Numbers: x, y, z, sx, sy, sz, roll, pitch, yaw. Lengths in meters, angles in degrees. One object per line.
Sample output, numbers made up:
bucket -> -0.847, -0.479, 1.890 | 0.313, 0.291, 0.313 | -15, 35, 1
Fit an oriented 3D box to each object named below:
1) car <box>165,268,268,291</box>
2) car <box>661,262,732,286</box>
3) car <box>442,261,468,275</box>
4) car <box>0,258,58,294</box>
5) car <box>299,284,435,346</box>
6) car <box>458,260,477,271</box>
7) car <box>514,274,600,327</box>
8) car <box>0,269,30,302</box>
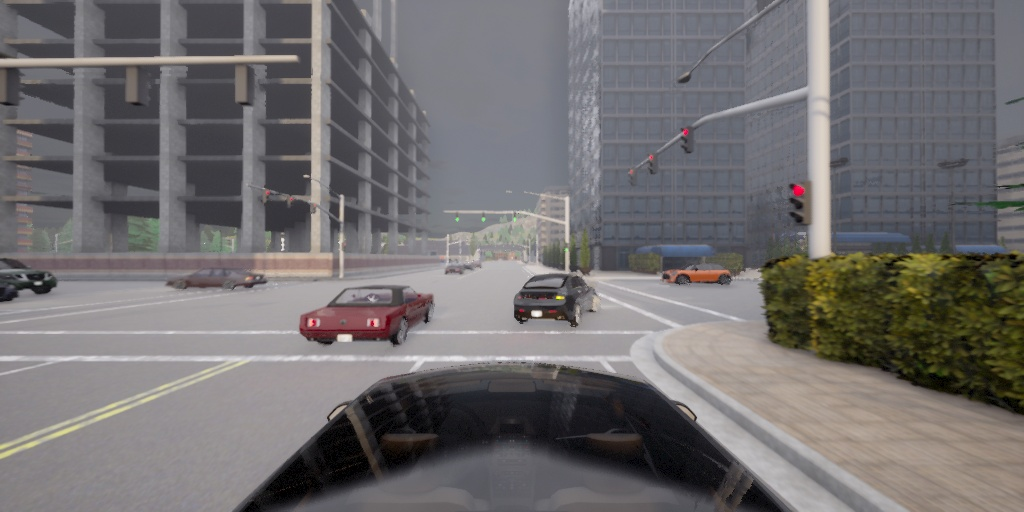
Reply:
car -> -18.593, 1.437, 22.706 | 5.357, 1.411, 2.033 | 0, 0, 0
car -> 13.527, 1.266, 26.500 | 4.553, 1.767, 2.097 | 0, 0, 0
car -> -7.076, 1.598, 44.553 | 1.994, 1.385, 4.181 | 0, 0, 0
car -> -27.715, 1.086, 18.916 | 5.566, 2.045, 2.150 | 0, 0, 0
car -> -3.403, 1.403, 9.537 | 1.895, 1.301, 4.718 | 0, 0, 0
car -> -7.056, 1.710, 56.036 | 1.895, 1.301, 4.718 | 0, 0, 0
car -> 1.629, 1.326, 12.074 | 1.837, 1.490, 4.892 | -2, -1, 23
car -> -24.231, 1.403, 15.393 | 4.181, 1.385, 1.994 | 0, 0, 0
